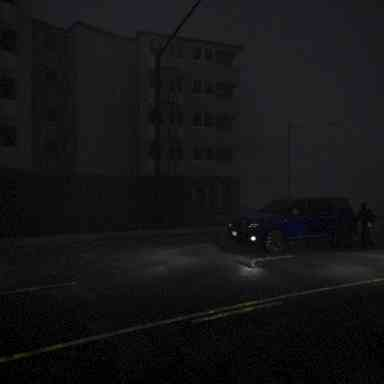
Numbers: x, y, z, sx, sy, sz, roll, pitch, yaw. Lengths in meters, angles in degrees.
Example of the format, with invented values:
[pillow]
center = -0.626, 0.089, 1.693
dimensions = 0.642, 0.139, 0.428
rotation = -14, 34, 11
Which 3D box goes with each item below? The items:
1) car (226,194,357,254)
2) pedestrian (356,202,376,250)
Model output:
[car]
center = 4.184, 1.223, 13.720
dimensions = 5.566, 2.045, 2.150
rotation = 0, 0, -22
[pedestrian]
center = 6.839, 1.297, 13.101
dimensions = 0.375, 1.860, 0.375
rotation = 0, 0, -20
